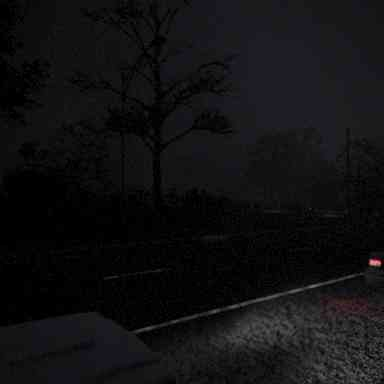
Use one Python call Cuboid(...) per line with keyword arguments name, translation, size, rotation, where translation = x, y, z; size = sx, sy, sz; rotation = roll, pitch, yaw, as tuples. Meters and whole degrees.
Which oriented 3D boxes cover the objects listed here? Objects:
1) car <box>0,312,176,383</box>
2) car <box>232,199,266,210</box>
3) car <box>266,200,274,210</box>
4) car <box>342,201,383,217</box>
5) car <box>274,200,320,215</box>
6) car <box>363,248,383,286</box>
Cuboid(name="car", translation=(-2.372, 1.597, 2.021), size=(4.718, 1.301, 1.895), rotation=(0, 0, -35))
Cuboid(name="car", translation=(7.119, 1.633, 44.191), size=(1.882, 1.535, 5.008), rotation=(0, 0, -27))
Cuboid(name="car", translation=(11.065, 1.708, 44.119), size=(2.033, 1.411, 5.357), rotation=(0, 0, -28))
Cuboid(name="car", translation=(17.330, 1.624, 32.926), size=(2.128, 1.511, 4.902), rotation=(0, 0, -31))
Cuboid(name="car", translation=(11.505, 1.629, 35.985), size=(1.837, 1.490, 4.892), rotation=(0, 0, -29))
Cuboid(name="car", translation=(6.348, 1.587, 8.092), size=(5.357, 1.411, 2.033), rotation=(0, 0, -34))
